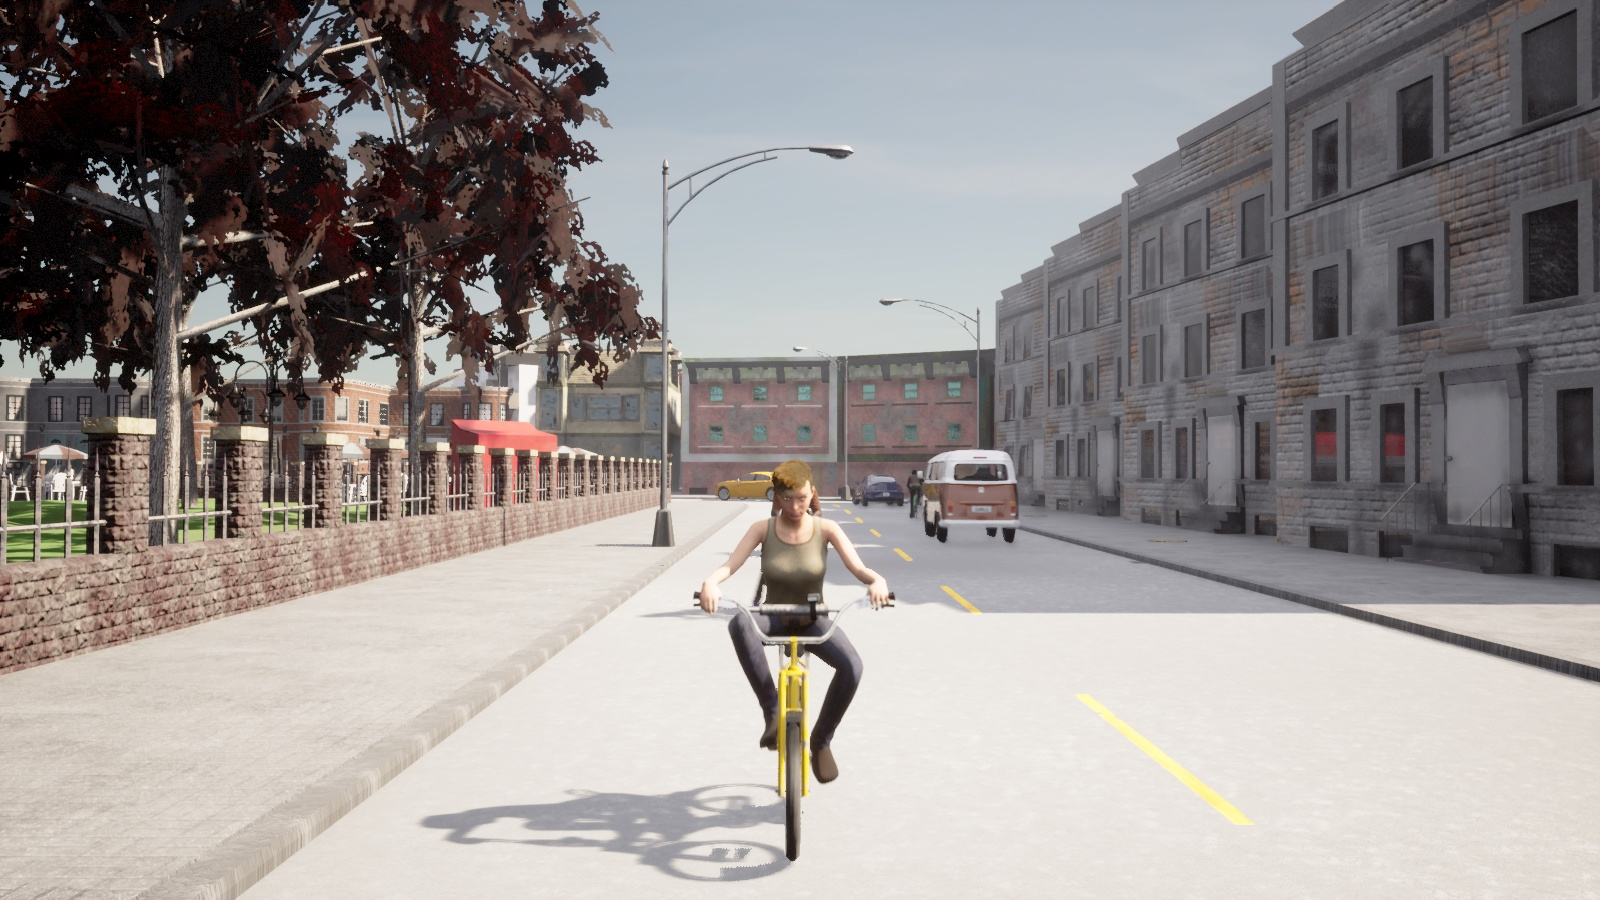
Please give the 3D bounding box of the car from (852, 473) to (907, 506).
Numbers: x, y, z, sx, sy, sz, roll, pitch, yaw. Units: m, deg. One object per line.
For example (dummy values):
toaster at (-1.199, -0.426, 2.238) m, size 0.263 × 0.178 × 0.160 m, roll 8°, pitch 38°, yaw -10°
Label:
car at (3.589, 1.788, 57.350) m, size 1.812 × 1.442 × 4.674 m, roll 0°, pitch -1°, yaw -5°

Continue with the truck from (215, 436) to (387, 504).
truck at (-26.305, 1.051, 66.468) m, size 7.936 × 3.462 × 2.891 m, roll 0°, pitch -1°, yaw 0°

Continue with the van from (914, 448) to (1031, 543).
van at (3.894, 1.011, 29.141) m, size 2.069 × 2.038 × 4.480 m, roll 0°, pitch -1°, yaw 0°

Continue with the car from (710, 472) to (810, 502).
car at (-2.115, 1.895, 65.215) m, size 5.008 × 1.535 × 1.882 m, roll -1°, pitch -1°, yaw 33°

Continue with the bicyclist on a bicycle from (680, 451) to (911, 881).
bicyclist on a bicycle at (-0.018, 0.842, 5.503) m, size 0.866 × 1.612 × 1.509 m, roll 0°, pitch -2°, yaw 0°
